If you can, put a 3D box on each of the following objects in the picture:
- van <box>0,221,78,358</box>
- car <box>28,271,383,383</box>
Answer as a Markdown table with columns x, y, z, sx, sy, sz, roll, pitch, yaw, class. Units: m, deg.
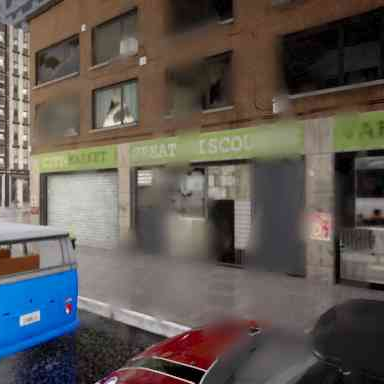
| x | y | z | sx | sy | sz | roll | pitch | yaw | class |
| --- | --- | --- | --- | --- | --- | --- | --- | --- | --- |
| -3.528 | 1.343 | 5.228 | 3.998 | 1.788 | 1.690 | 0 | 0 | 35 | van |
| 1.112 | 1.440 | 1.933 | 4.097 | 1.590 | 1.967 | 0 | 0 | 35 | car |
